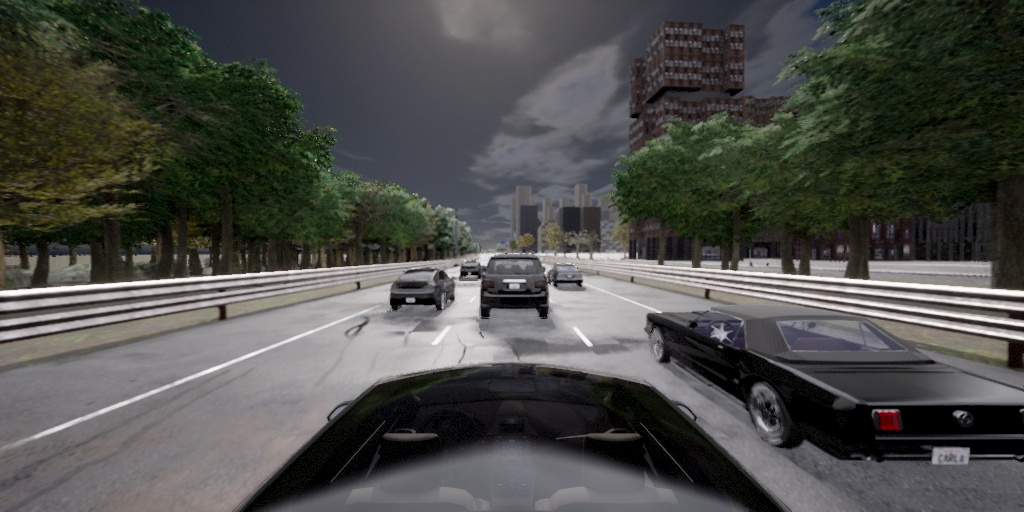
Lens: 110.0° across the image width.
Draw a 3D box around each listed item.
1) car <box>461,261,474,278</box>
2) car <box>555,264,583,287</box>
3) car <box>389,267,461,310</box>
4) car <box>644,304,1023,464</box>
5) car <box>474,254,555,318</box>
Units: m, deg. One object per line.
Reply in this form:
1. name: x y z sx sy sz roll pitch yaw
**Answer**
1. car: -3.614 1.209 32.594 1.837 1.490 4.892 0 0 -1
2. car: 3.487 1.268 24.271 2.033 1.411 5.357 0 0 -1
3. car: -3.441 1.241 14.513 1.837 1.490 4.892 0 0 0
4. car: 3.593 1.348 5.152 1.895 1.301 4.718 0 0 0
5. car: 0.080 0.960 13.031 2.150 2.045 5.566 0 0 0
